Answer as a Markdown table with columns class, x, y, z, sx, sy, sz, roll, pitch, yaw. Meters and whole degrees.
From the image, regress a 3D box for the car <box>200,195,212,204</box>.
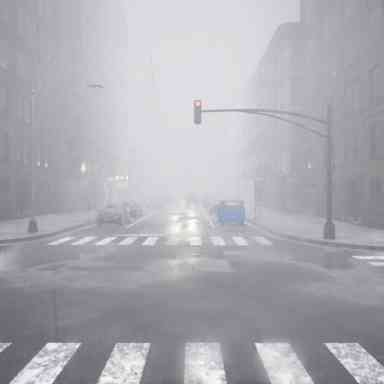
| class | x | y | z | sx | sy | sz | roll | pitch | yaw |
| --- | --- | --- | --- | --- | --- | --- | --- | --- | --- |
| car | 2.636 | 1.422 | 62.933 | 1.967 | 1.590 | 4.097 | 0 | 0 | 0 |

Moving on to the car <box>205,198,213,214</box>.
| class | x | y | z | sx | sy | sz | roll | pitch | yaw |
| --- | --- | --- | --- | --- | --- | --- | --- | --- | --- |
| car | 2.637 | 1.580 | 34.526 | 1.802 | 1.307 | 4.206 | 0 | 0 | 0 |

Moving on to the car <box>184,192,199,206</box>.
| class | x | y | z | sx | sy | sz | roll | pitch | yaw |
| --- | --- | --- | --- | --- | --- | --- | --- | --- | --- |
| car | 0.103 | 1.208 | 56.480 | 2.150 | 2.045 | 5.566 | 0 | 0 | 0 |

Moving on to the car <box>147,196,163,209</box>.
| class | x | y | z | sx | sy | sz | roll | pitch | yaw |
| --- | --- | --- | --- | --- | --- | --- | --- | --- | --- |
| car | -5.389 | 1.519 | 45.713 | 1.752 | 1.417 | 4.829 | 0 | 0 | 0 |

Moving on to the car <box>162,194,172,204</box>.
| class | x | y | z | sx | sy | sz | roll | pitch | yaw |
| --- | --- | --- | --- | --- | --- | --- | --- | --- | --- |
| car | -5.389 | 1.547 | 62.928 | 1.947 | 1.339 | 4.313 | 0 | 0 | 0 |

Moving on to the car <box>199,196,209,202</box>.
| class | x | y | z | sx | sy | sz | roll | pitch | yaw |
| --- | --- | --- | --- | --- | --- | --- | --- | --- | --- |
| car | 2.636 | 1.524 | 74.295 | 2.008 | 1.369 | 4.403 | 0 | 0 | 0 |

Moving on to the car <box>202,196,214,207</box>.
| class | x | y | z | sx | sy | sz | roll | pitch | yaw |
| --- | --- | --- | --- | --- | --- | --- | --- | --- | --- |
| car | 2.637 | 1.576 | 45.889 | 1.802 | 1.307 | 4.206 | 0 | 0 | 0 |

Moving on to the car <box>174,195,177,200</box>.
| class | x | y | z | sx | sy | sz | roll | pitch | yaw |
| --- | --- | --- | --- | --- | --- | --- | --- | --- | --- |
| car | -5.389 | 1.409 | 79.973 | 1.967 | 1.590 | 4.097 | 0 | 0 | 0 |

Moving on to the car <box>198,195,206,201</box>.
| class | x | y | z | sx | sy | sz | roll | pitch | yaw |
| --- | --- | --- | --- | --- | --- | --- | --- | --- | --- |
| car | 2.636 | 1.530 | 85.658 | 1.947 | 1.339 | 4.313 | 0 | 0 | 0 |

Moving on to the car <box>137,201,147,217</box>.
| class | x | y | z | sx | sy | sz | roll | pitch | yaw |
| --- | --- | --- | --- | --- | --- | --- | --- | --- | --- |
| car | -5.389 | 1.543 | 28.837 | 1.887 | 1.381 | 4.507 | 0 | 0 | 0 |

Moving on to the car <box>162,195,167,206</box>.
| class | x | y | z | sx | sy | sz | roll | pitch | yaw |
| --- | --- | --- | --- | --- | --- | --- | --- | --- | --- |
| car | -5.388 | 1.556 | 51.565 | 1.947 | 1.339 | 4.313 | 0 | 0 | 0 |

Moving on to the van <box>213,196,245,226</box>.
| class | x | y | z | sx | sy | sz | roll | pitch | yaw |
| --- | --- | --- | --- | --- | --- | --- | --- | --- | --- |
| van | 2.636 | 1.340 | 23.164 | 1.690 | 1.788 | 3.998 | 0 | 0 | 0 |

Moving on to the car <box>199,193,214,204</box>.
| class | x | y | z | sx | sy | sz | roll | pitch | yaw |
| --- | --- | --- | --- | --- | --- | --- | --- | --- | --- |
| car | 2.637 | 1.305 | 51.571 | 2.192 | 1.841 | 5.009 | 0 | 0 | 0 |

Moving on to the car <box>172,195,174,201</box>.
| class | x | y | z | sx | sy | sz | roll | pitch | yaw |
| --- | --- | --- | --- | --- | --- | --- | --- | --- | --- |
| car | -5.389 | 1.292 | 68.610 | 2.192 | 1.841 | 5.009 | 0 | 0 | 0 |

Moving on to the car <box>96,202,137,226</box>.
| class | x | y | z | sx | sy | sz | roll | pitch | yaw |
| --- | --- | --- | --- | --- | --- | --- | --- | --- | --- |
| car | -5.389 | 1.549 | 23.155 | 2.008 | 1.369 | 4.403 | 0 | 0 | 0 |
